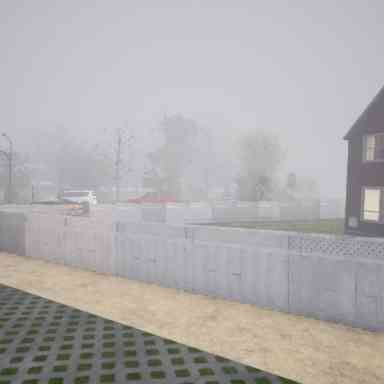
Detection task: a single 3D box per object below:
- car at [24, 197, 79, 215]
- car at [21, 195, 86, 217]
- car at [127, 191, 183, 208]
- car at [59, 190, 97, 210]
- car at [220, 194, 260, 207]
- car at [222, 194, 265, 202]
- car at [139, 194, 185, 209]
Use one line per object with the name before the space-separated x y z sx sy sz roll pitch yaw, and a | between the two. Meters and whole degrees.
car | -13.283 1.289 31.777 4.674 1.442 1.812 0 2 -17
car | -11.947 1.355 28.579 5.008 1.535 1.882 -1 2 -18
car | -4.074 0.915 34.838 5.566 2.045 2.150 0 2 -19
car | -12.987 0.866 35.282 5.566 2.045 2.150 0 2 -19
car | 5.965 1.036 41.622 4.674 1.442 1.812 0 2 -18
car | 6.004 1.173 38.215 5.357 1.411 2.033 0 2 -18
car | -3.509 1.050 38.461 5.008 1.535 1.882 0 2 -19
